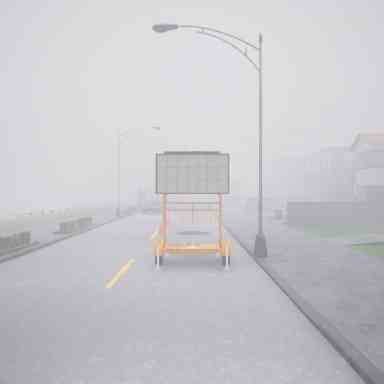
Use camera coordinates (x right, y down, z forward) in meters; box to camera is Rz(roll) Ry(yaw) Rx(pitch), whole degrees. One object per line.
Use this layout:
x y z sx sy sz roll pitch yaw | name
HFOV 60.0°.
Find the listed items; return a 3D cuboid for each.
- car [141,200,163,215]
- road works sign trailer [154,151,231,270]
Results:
-3.948 1.547 34.193 2.033 1.411 5.357 0 0 0 | car
0.016 0.464 10.994 2.380 3.560 2.880 0 0 0 | road works sign trailer
